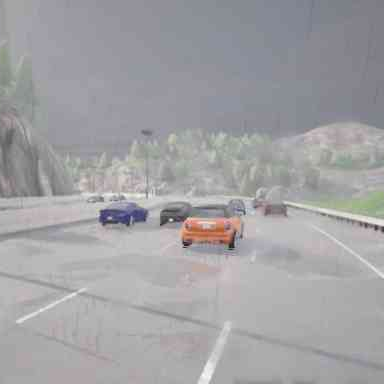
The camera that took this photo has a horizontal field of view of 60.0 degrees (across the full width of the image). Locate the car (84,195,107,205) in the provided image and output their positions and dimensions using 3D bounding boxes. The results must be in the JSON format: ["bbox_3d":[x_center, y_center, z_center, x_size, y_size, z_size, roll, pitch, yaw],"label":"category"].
[{"bbox_3d":[-15.236,1.206,52.901,2.128,1.511,4.902,0,0,1],"label":"car"}]

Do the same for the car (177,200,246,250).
[{"bbox_3d":[1.046,1.322,14.579,2.097,1.767,4.553,0,0,13],"label":"car"}]

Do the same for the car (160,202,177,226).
[{"bbox_3d":[-0.833,1.456,22.753,1.837,1.490,4.892,0,0,11],"label":"car"}]

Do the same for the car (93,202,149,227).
[{"bbox_3d":[-4.442,1.426,22.431,1.882,1.535,5.008,0,0,11],"label":"car"}]

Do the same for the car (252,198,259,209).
[{"bbox_3d":[8.793,1.466,42.769,2.033,1.411,5.357,0,0,4],"label":"car"}]

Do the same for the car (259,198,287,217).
[{"bbox_3d":[7.492,1.421,30.469,1.882,1.535,5.008,0,0,8],"label":"car"}]

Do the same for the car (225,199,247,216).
[{"bbox_3d":[4.385,1.481,33.391,2.033,1.411,5.357,0,0,7],"label":"car"}]
